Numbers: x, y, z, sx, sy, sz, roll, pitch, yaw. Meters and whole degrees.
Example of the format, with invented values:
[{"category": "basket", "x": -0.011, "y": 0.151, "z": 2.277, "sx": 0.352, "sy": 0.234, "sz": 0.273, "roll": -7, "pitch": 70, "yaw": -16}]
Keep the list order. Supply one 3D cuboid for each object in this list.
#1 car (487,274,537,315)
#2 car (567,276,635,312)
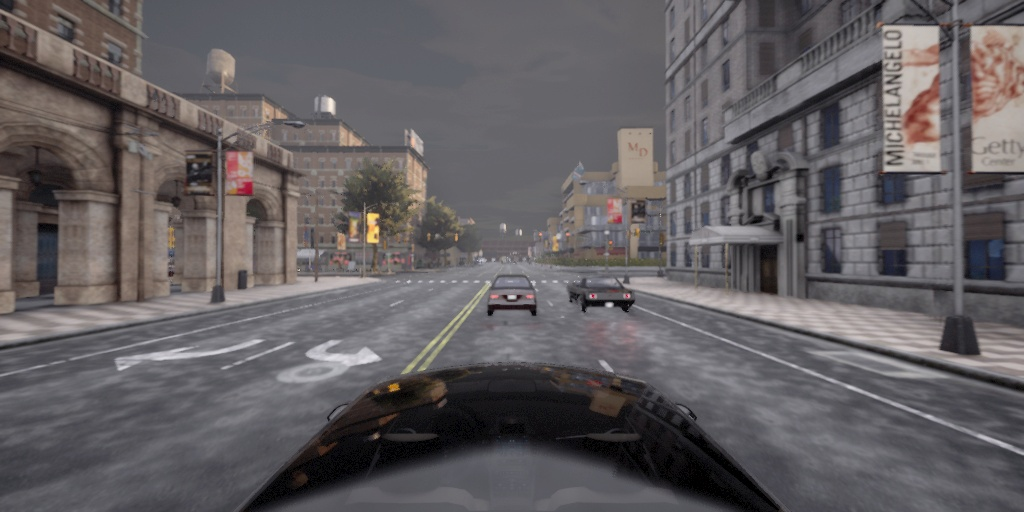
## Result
[{"category": "car", "x": 0.002, "y": 1.434, "z": 14.355, "sx": 2.033, "sy": 1.411, "sz": 5.357, "roll": 0, "pitch": -1, "yaw": 0}, {"category": "car", "x": 3.505, "y": 1.496, "z": 15.091, "sx": 1.895, "sy": 1.301, "sz": 4.718, "roll": 0, "pitch": -1, "yaw": 0}]
